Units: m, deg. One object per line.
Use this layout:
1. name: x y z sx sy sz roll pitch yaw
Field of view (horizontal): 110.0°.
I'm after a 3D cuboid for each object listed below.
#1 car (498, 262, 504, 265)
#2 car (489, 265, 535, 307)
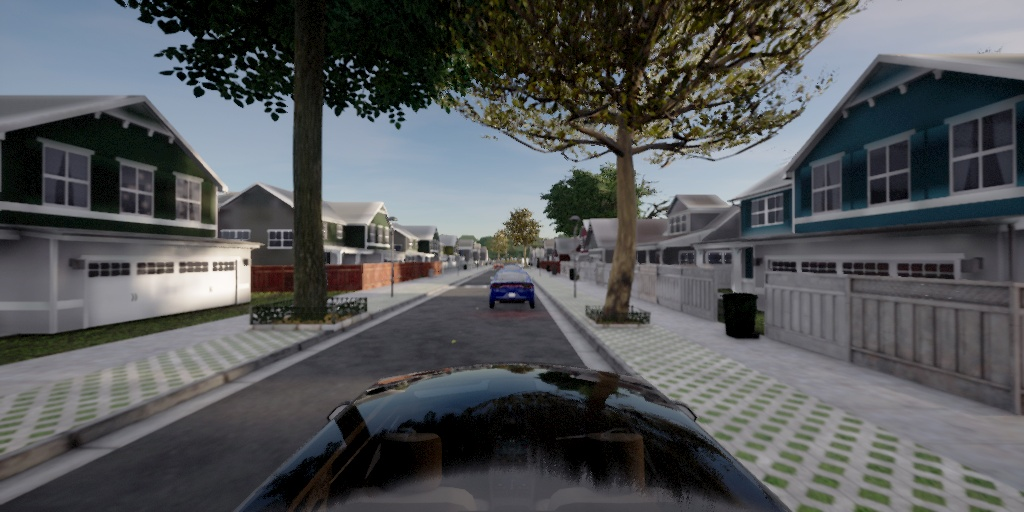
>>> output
1. car: 0.006 1.516 31.336 1.882 1.535 5.008 0 0 0
2. car: 0.005 1.366 16.320 1.882 1.535 5.008 0 0 0
